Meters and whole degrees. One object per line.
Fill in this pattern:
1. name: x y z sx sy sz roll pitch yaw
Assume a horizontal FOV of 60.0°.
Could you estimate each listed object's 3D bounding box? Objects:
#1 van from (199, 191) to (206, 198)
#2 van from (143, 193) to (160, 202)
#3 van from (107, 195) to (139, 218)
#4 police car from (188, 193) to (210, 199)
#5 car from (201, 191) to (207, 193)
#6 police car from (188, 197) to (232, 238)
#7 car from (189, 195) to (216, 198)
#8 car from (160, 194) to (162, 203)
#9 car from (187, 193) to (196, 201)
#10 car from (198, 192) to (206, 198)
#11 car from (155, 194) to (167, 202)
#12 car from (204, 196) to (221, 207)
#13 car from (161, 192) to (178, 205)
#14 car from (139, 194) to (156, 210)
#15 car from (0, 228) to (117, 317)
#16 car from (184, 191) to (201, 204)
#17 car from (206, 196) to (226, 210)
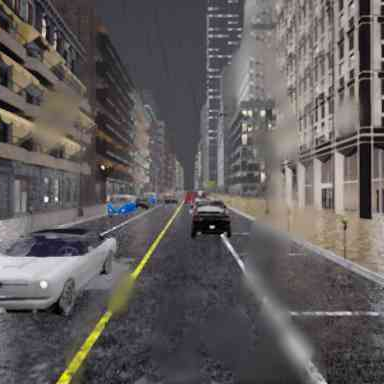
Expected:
1. van: 2.637 0.671 83.997 1.690 1.788 3.998 1 1 0
2. van: -5.714 1.011 44.220 1.690 1.788 3.998 1 0 0
3. van: -5.698 1.144 27.122 1.690 1.788 3.998 1 0 0
4. police car: 0.868 1.183 33.146 1.930 1.638 5.238 0 0 0
5. car: 2.644 0.794 66.903 2.192 1.841 5.009 1 0 0
6. police car: 0.883 1.304 17.144 1.930 1.638 5.238 0 0 0
7. car: 0.874 1.258 27.226 1.801 1.575 5.366 0 0 0
8. car: -5.730 1.127 55.618 2.008 1.369 4.403 1 0 0
9. car: -0.066 0.950 67.485 1.837 1.490 4.892 0 1 0
10. car: 2.594 0.844 89.696 1.947 1.339 4.313 1 1 0
11. car: -5.736 1.109 61.316 1.802 1.307 4.206 1 0 0
12. car: 2.662 1.222 44.113 2.008 1.369 4.403 1 0 0
13. car: -3.126 1.181 50.654 1.994 1.385 4.181 0 0 0
14. car: -5.714 1.281 38.525 1.947 1.339 4.313 1 0 0
15. car: -3.108 1.549 7.484 1.895 1.301 4.718 0 0 0
16. car: -0.051 0.824 52.511 2.150 2.045 5.566 0 0 0
17. car: 2.667 1.267 38.416 2.008 1.369 4.403 1 0 0
